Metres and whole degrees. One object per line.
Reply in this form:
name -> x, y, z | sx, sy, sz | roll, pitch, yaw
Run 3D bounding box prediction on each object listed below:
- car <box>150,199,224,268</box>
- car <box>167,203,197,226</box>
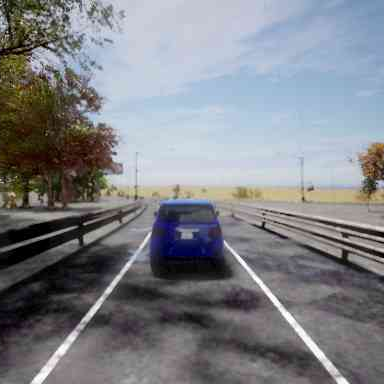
car -> -0.188, 1.254, 11.584 | 2.150, 2.045, 5.566 | 0, 0, -1
car -> -0.852, 1.619, 25.572 | 2.033, 1.411, 5.357 | 0, 0, -3
